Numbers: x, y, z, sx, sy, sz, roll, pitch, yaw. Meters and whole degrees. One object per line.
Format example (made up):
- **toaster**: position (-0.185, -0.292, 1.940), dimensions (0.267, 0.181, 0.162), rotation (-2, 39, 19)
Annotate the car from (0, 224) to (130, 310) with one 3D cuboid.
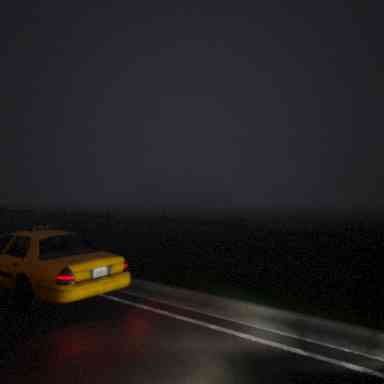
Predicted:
- **car**: position (-3.836, 1.553, 8.057), dimensions (5.366, 1.575, 1.801), rotation (0, -1, 37)
